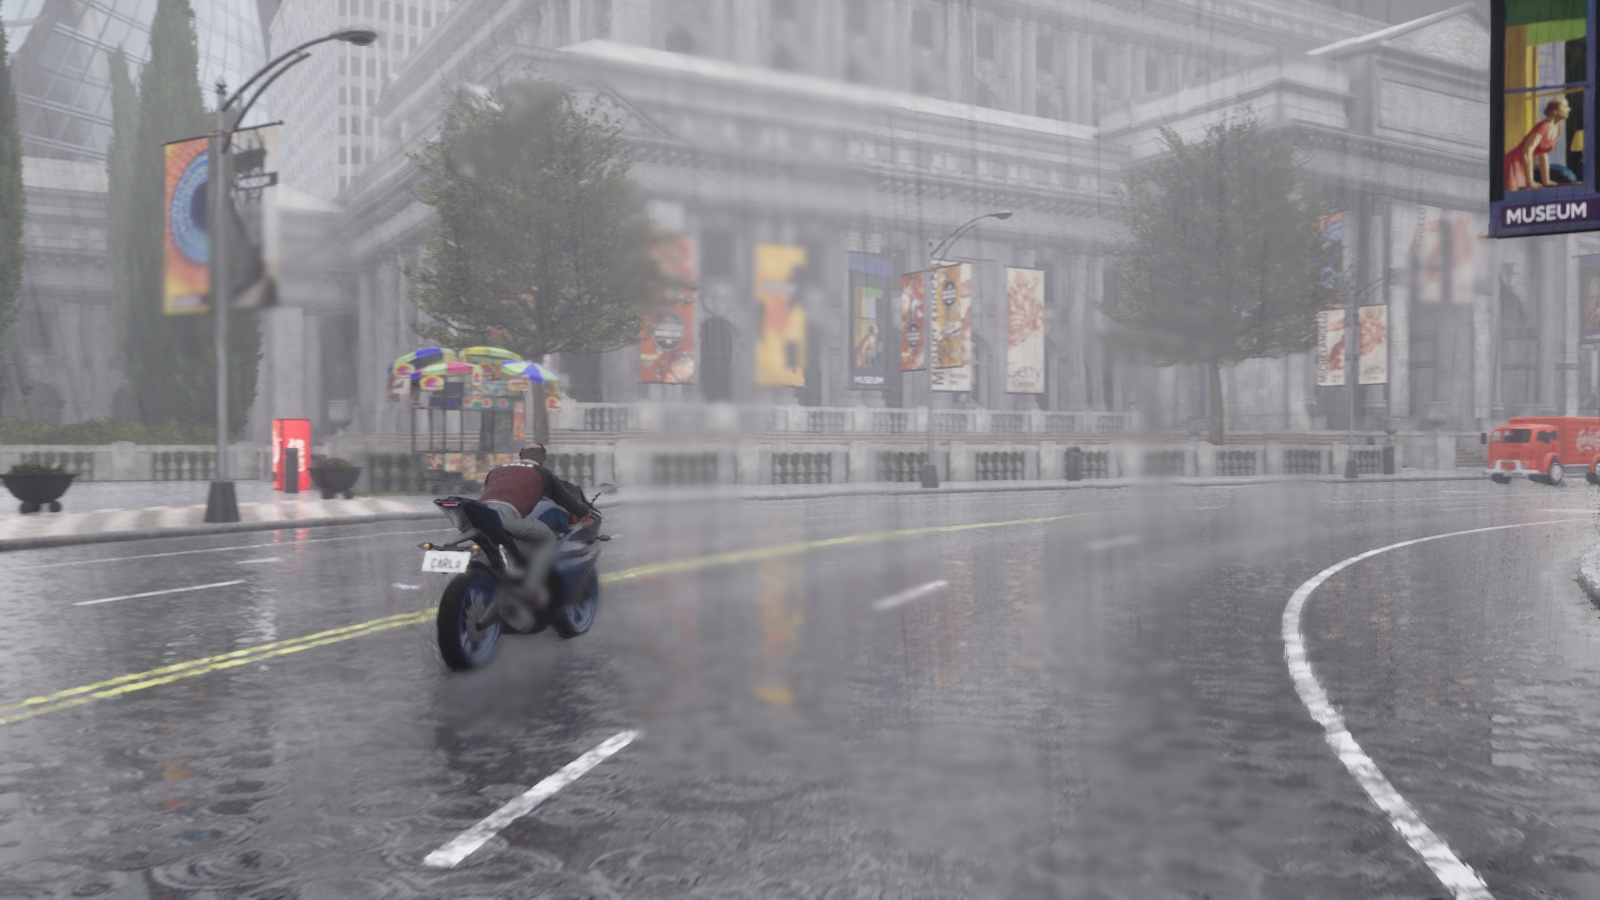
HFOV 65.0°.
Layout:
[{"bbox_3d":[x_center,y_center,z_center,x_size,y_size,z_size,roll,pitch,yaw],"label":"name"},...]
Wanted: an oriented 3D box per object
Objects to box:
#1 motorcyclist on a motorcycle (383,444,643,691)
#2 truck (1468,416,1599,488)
[{"bbox_3d":[-1.955,0.726,8.977,0.866,1.530,2.191,1,0,16],"label":"motorcyclist on a motorcycle"},{"bbox_3d":[27.289,0.057,46.023,5.204,2.467,2.627,0,0,-31],"label":"truck"}]
